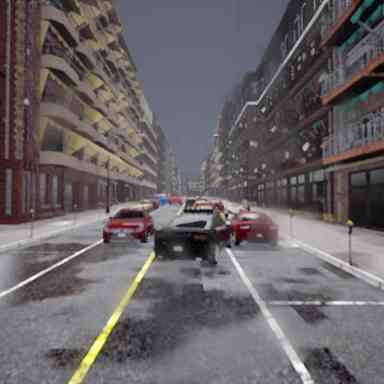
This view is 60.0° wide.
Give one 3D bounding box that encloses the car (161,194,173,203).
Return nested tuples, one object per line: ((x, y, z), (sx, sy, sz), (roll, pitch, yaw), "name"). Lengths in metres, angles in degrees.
((-5.290, 1.287, 70.254), (2.192, 1.841, 5.009), (1, 0, 0), "car")

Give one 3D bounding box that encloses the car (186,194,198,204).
((0.001, 1.314, 62.244), (2.097, 1.767, 4.553), (0, 0, 0), "car")

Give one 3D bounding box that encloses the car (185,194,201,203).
((0.008, 1.431, 48.065), (1.882, 1.535, 5.008), (0, 0, 0), "car")

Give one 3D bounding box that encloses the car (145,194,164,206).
((-5.289, 1.269, 42.603), (2.192, 1.841, 5.009), (2, 0, 0), "car")

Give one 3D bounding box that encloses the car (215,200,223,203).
((2.585, 1.491, 20.588), (1.752, 1.417, 4.829), (1, 0, 0), "car")

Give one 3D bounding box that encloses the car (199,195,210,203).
((2.595, 1.412, 70.194), (1.967, 1.590, 4.097), (1, 0, 0), "car")

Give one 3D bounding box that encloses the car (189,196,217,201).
((0.825, 1.414, 27.748), (1.801, 1.575, 5.366), (0, 0, 0), "car")

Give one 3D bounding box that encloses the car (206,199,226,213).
((2.585, 1.500, 37.008), (1.887, 1.381, 4.507), (1, 0, 0), "car")

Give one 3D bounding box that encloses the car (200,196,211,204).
((2.585, 1.509, 64.662), (1.887, 1.381, 4.507), (1, 0, 0), "car")

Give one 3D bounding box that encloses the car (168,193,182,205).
((-2.820, 1.179, 56.658), (2.150, 2.045, 5.566), (0, 0, 0), "car")

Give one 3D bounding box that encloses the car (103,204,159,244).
((-2.848, 1.497, 15.817), (1.812, 1.442, 4.674), (0, 0, 0), "car")

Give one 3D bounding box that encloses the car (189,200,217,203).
((0.825, 1.490, 21.554), (1.812, 1.442, 4.674), (0, 0, 0), "car")

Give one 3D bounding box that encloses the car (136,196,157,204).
((-5.295, 1.481, 36.901), (1.752, 1.417, 4.829), (2, 0, 0), "car")

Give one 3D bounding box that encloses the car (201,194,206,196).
((2.585, 1.504, 59.132), (1.887, 1.381, 4.507), (1, 0, 0), "car")

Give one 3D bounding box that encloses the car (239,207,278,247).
((2.585, 1.517, 14.886), (1.887, 1.381, 4.507), (1, 0, 0), "car")

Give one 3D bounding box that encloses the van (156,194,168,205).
((-5.291, 1.300, 59.193), (1.690, 1.788, 3.998), (1, 0, 0), "van")

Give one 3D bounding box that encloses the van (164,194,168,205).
((-5.290, 1.296, 53.661), (1.690, 1.788, 3.998), (2, 0, 0), "van")

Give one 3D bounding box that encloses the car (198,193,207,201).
((2.556, 1.304, 81.256), (2.192, 1.841, 5.009), (1, 0, 0), "car")

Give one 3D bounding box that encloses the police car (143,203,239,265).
((0.276, 1.402, 11.934), (1.930, 1.638, 5.238), (0, 0, 15), "police car")

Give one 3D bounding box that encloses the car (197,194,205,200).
((2.552, 1.454, 92.319), (1.967, 1.590, 4.097), (1, 0, 0), "car")
